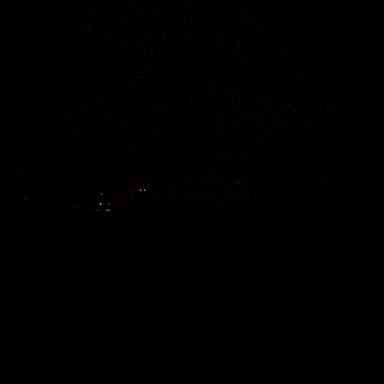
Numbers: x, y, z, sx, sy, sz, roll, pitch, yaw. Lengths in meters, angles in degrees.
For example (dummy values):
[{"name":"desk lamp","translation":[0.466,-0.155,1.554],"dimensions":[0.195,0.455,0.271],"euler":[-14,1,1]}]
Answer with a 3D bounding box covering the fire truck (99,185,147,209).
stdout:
[{"name":"fire truck","translation":[-11.384,0.843,56.041],"dimensions":[2.891,3.827,8.468],"euler":[1,0,35]}]
